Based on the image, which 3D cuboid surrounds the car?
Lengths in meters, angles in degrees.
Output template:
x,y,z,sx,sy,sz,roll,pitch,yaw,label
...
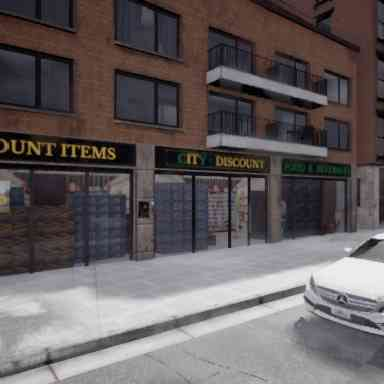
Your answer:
x,y,z,sx,sy,sz,roll,pitch,yaw,label
4.111,1.527,6.304,4.674,1.442,1.812,0,0,-35,car
